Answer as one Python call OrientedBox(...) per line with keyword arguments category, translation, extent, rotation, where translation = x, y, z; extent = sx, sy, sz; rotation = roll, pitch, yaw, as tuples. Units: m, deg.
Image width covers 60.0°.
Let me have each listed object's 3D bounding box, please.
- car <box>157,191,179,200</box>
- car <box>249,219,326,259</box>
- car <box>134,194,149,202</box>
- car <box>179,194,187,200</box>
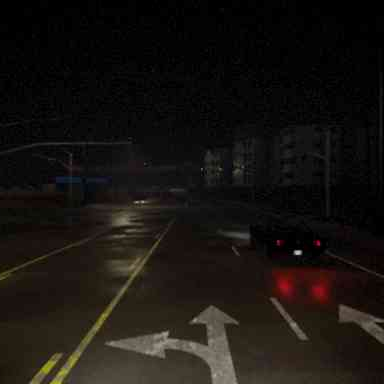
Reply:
OrientedBox(category="car", translation=(-6.519, 1.028, 89.013), extent=(2.150, 2.045, 5.566), rotation=(0, 1, -32))
OrientedBox(category="car", translation=(3.518, 1.734, 13.220), extent=(1.895, 1.301, 4.718), rotation=(0, 0, 0))
OrientedBox(category="car", translation=(-11.784, 1.261, 75.438), extent=(2.097, 1.767, 4.553), rotation=(0, 0, -17))
OrientedBox(category="car", translation=(-3.247, 1.333, 90.364), extent=(2.033, 1.411, 5.357), rotation=(0, 1, -32))
